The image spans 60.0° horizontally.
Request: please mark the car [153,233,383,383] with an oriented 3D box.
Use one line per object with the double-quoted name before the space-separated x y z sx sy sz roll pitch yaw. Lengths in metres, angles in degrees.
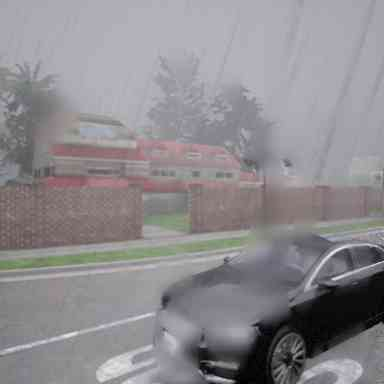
"car" 1.743 1.473 5.300 4.902 1.511 2.128 0 0 -36
